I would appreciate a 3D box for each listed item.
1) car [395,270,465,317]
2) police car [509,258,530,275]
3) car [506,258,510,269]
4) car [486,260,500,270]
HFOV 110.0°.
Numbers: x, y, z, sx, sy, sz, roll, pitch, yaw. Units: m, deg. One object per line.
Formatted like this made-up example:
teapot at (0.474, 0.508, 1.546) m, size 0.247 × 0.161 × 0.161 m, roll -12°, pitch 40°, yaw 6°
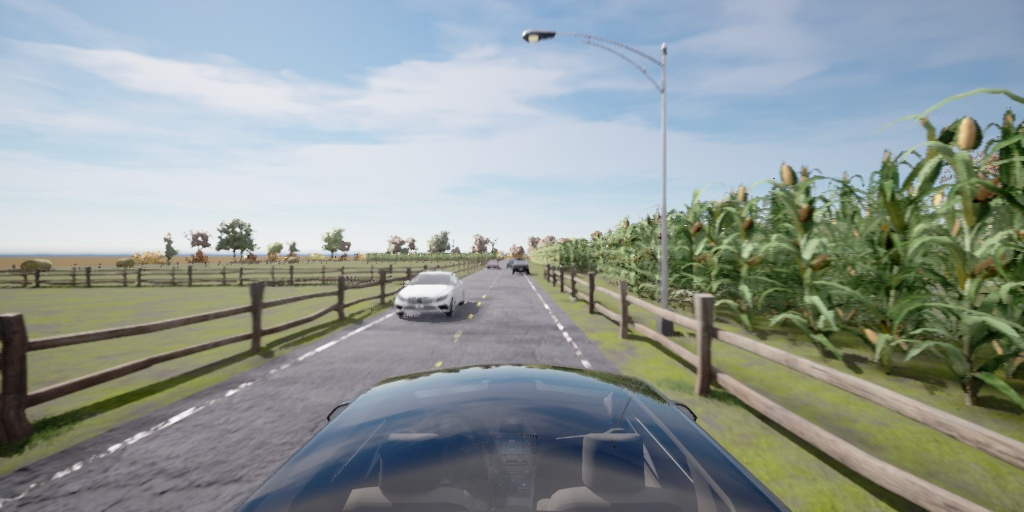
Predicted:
car at (-2.849, 1.283, 13.363) m, size 1.812 × 1.442 × 4.674 m, roll 0°, pitch 0°, yaw 0°
police car at (0.962, 1.203, 40.294) m, size 1.930 × 1.638 × 5.238 m, roll 0°, pitch 0°, yaw 0°
car at (0.000, 1.285, 58.740) m, size 2.128 × 1.511 × 4.902 m, roll 0°, pitch 0°, yaw 0°
car at (-2.816, 1.315, 53.905) m, size 1.812 × 1.442 × 4.674 m, roll 0°, pitch 0°, yaw 0°
